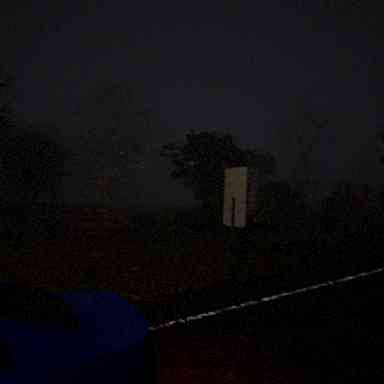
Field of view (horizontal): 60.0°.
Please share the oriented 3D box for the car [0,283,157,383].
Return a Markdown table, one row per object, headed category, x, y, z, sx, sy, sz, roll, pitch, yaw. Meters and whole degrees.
| category | x | y | z | sx | sy | sz | roll | pitch | yaw |
| --- | --- | --- | --- | --- | --- | --- | --- | --- | --- |
| car | -2.641 | 1.466 | 2.107 | 5.008 | 1.535 | 1.882 | 0 | 0 | -35 |
